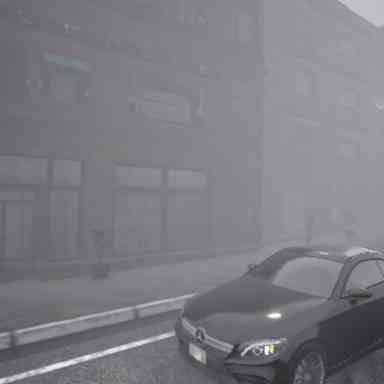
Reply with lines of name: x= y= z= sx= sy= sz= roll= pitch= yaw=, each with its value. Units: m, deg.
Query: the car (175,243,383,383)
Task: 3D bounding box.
car: x=1.960 y=1.574 z=5.085 sx=4.674 sy=1.442 sz=1.812 roll=1 pitch=0 yaw=-36
